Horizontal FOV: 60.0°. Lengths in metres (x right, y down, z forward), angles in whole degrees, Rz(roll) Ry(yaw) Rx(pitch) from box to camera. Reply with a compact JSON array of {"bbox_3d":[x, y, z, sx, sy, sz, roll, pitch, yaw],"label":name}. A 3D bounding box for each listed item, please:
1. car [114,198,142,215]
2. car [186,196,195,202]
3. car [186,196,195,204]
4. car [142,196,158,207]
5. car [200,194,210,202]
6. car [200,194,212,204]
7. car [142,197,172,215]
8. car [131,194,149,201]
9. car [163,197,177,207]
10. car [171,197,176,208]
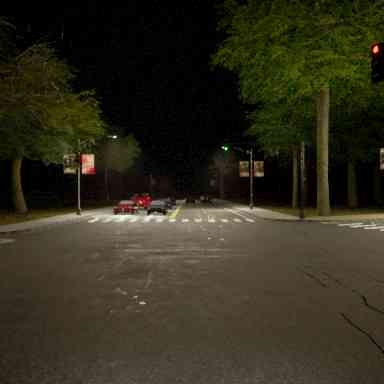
[{"bbox_3d":[-6.737,1.574,34.479,1.994,1.385,4.181,0,0,0],"label":"car"},{"bbox_3d":[-0.384,1.508,74.773,1.895,1.301,4.718,0,0,0],"label":"car"},{"bbox_3d":[-0.330,1.588,64.317,2.033,1.411,5.357,0,0,0],"label":"car"},{"bbox_3d":[-6.827,1.503,54.364,1.882,1.535,5.008,0,0,0],"label":"car"},{"bbox_3d":[2.866,1.268,74.730,2.097,1.767,4.553,0,0,0],"label":"car"},{"bbox_3d":[2.920,1.588,64.334,2.033,1.411,5.357,0,0,0],"label":"car"},{"bbox_3d":[-3.489,1.558,34.442,2.033,1.411,5.357,0,0,0],"label":"car"},{"bbox_3d":[-6.778,1.237,43.959,2.150,2.045,5.566,0,0,0],"label":"car"},{"bbox_3d":[-3.581,1.573,54.837,2.033,1.411,5.357,0,0,0],"label":"car"},{"bbox_3d":[-3.525,1.563,44.521,2.033,1.411,5.357,0,0,0],"label":"car"}]
